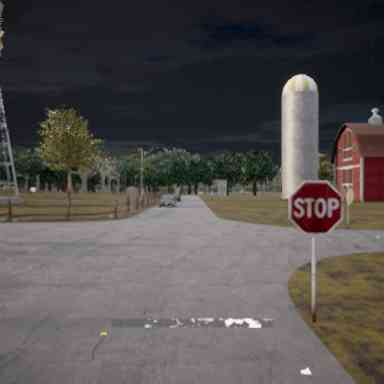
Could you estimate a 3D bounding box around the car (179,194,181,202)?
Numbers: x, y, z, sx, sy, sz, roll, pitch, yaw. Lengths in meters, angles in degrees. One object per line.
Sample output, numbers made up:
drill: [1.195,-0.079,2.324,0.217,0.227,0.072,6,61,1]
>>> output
car: [-2.753,0.925,55.112,2.033,1.411,5.357,0,0,1]

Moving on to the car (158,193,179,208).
car: [-2.800,1.018,38.767,1.837,1.490,4.892,0,1,0]
